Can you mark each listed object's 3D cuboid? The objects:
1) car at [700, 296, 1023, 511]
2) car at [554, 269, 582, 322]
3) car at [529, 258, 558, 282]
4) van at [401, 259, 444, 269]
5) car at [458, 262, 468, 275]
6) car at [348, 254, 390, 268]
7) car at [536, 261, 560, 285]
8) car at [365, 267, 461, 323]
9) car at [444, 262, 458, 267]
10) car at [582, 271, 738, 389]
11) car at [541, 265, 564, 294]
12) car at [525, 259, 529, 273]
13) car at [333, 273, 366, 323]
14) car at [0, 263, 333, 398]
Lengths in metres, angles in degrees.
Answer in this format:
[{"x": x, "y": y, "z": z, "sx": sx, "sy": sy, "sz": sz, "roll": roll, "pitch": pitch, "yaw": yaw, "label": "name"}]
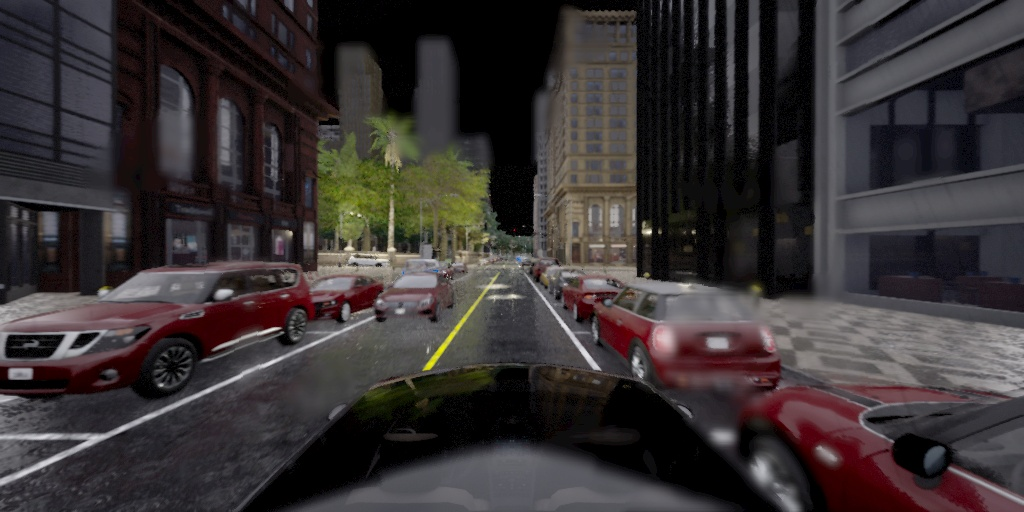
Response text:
[{"x": 2.762, "y": 1.190, "z": 1.293, "sx": 1.967, "sy": 1.591, "sz": 4.097, "roll": 0, "pitch": 0, "yaw": 0, "label": "car"}, {"x": 2.752, "y": 1.295, "z": 12.143, "sx": 1.888, "sy": 1.381, "sz": 4.507, "roll": 0, "pitch": 0, "yaw": 0, "label": "car"}, {"x": 2.739, "y": 1.066, "z": 28.418, "sx": 2.192, "sy": 1.841, "sz": 5.009, "roll": 0, "pitch": 0, "yaw": 0, "label": "car"}, {"x": -5.781, "y": 1.091, "z": 23.000, "sx": 1.690, "sy": 1.789, "sz": 3.998, "roll": 0, "pitch": 0, "yaw": 0, "label": "van"}, {"x": -5.796, "y": 1.331, "z": 39.279, "sx": 1.802, "sy": 1.307, "sz": 4.207, "roll": 0, "pitch": 0, "yaw": 0, "label": "car"}, {"x": -20.209, "y": 0.761, "z": 50.795, "sx": 5.566, "sy": 2.045, "sz": 2.150, "roll": 3, "pitch": 0, "yaw": 0, "label": "car"}, {"x": 2.744, "y": 1.277, "z": 23.163, "sx": 1.751, "sy": 1.417, "sz": 4.829, "roll": 0, "pitch": 0, "yaw": 0, "label": "car"}, {"x": -3.110, "y": 1.275, "z": 12.312, "sx": 1.812, "sy": 1.442, "sz": 4.674, "roll": 0, "pitch": 0, "yaw": 0, "label": "car"}, {"x": -5.786, "y": 1.190, "z": 28.427, "sx": 1.967, "sy": 1.591, "sz": 4.097, "roll": 0, "pitch": 0, "yaw": 0, "label": "car"}, {"x": 2.758, "y": 1.190, "z": 6.718, "sx": 1.967, "sy": 1.591, "sz": 4.097, "roll": 0, "pitch": 0, "yaw": 0, "label": "car"}, {"x": 2.748, "y": 1.301, "z": 17.567, "sx": 2.007, "sy": 1.370, "sz": 4.403, "roll": 0, "pitch": 0, "yaw": 0, "label": "car"}, {"x": 2.730, "y": 1.316, "z": 39.269, "sx": 1.948, "sy": 1.339, "sz": 4.313, "roll": 0, "pitch": 0, "yaw": 0, "label": "car"}, {"x": -5.772, "y": 1.295, "z": 12.148, "sx": 1.888, "sy": 1.381, "sz": 4.507, "roll": 0, "pitch": 0, "yaw": 0, "label": "car"}, {"x": -5.768, "y": 1.064, "z": 6.722, "sx": 2.192, "sy": 1.841, "sz": 5.009, "roll": 0, "pitch": 0, "yaw": 0, "label": "car"}]
